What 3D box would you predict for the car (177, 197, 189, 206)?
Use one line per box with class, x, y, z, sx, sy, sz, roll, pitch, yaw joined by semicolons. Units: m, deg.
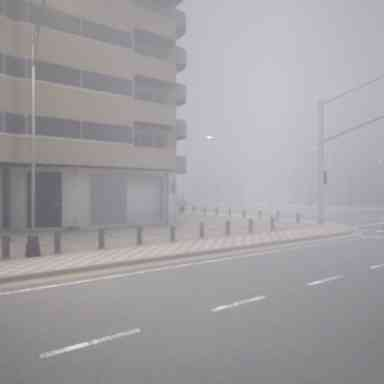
car;-2.291;1.470;49.601;1.994;1.385;4.181;0;0;-35
